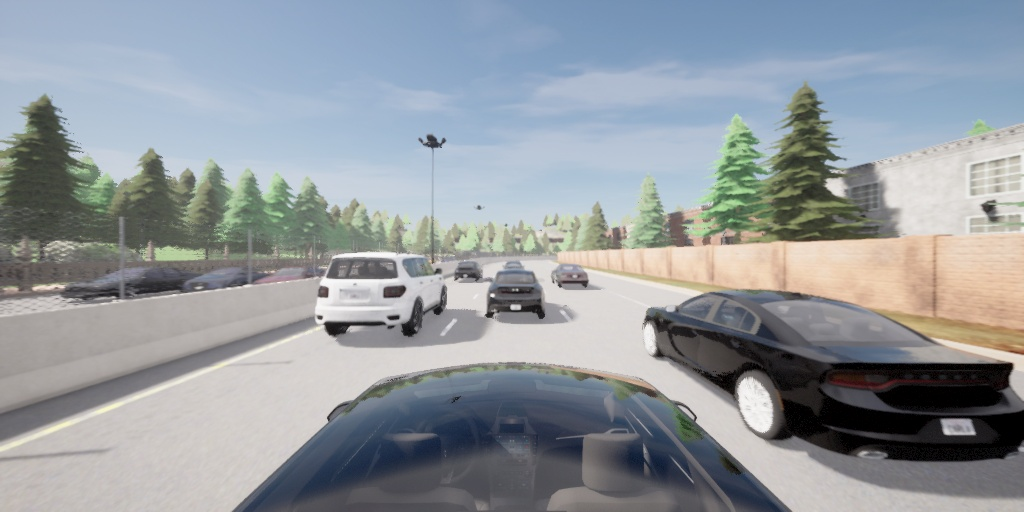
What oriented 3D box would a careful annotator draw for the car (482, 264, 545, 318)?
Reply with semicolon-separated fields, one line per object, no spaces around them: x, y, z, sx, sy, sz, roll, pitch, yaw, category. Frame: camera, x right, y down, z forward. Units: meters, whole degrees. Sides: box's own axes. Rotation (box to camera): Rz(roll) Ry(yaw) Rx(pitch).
0.115;1.210;12.822;1.837;1.490;4.892;0;1;0;car

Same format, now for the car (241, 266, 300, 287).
-10.576;1.204;17.678;1.812;1.442;4.674;0;0;0;car

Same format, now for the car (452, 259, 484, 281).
-3.359;1.143;28.334;1.837;1.490;4.892;0;1;0;car

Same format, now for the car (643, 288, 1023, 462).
3.602;1.214;5.368;1.882;1.535;5.008;0;0;0;car

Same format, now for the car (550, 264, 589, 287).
3.632;1.208;23.181;2.033;1.411;5.357;0;0;0;car

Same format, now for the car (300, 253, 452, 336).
-3.388;0.934;10.416;2.150;2.045;5.566;0;0;0;car

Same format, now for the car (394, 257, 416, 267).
-17.444;0.994;58.717;2.128;1.511;4.902;0;0;1;car

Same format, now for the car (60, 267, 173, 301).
-17.578;1.225;17.240;2.033;1.411;5.357;0;0;0;car

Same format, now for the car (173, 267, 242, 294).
-14.075;1.239;18.146;1.994;1.385;4.181;0;0;0;car

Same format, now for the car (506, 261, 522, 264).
0.134;1.157;29.609;1.812;1.442;4.674;0;0;0;car

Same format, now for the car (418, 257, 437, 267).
-13.941;0.978;59.467;1.882;1.535;5.008;0;0;1;car

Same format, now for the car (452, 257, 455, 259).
-10.444;0.854;59.235;2.097;1.767;4.553;0;0;1;car
